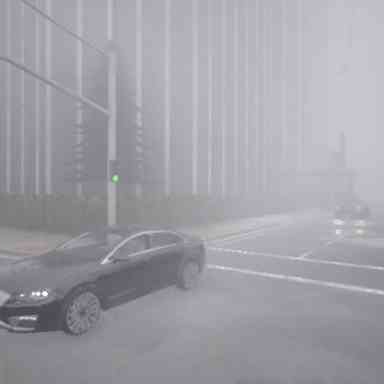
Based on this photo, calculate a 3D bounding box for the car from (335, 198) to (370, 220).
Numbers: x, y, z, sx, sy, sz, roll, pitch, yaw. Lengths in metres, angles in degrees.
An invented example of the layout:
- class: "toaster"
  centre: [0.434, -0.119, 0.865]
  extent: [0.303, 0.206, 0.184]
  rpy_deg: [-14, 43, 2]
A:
- class: "car"
  centre: [13.528, 1.288, 27.979]
  extent: [2.097, 1.767, 4.553]
  rpy_deg: [0, 0, 36]

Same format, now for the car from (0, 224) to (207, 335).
- class: "car"
  centre: [-1.563, 1.482, 6.923]
  extent: [2.128, 1.511, 4.902]
  rpy_deg: [0, 0, 36]
